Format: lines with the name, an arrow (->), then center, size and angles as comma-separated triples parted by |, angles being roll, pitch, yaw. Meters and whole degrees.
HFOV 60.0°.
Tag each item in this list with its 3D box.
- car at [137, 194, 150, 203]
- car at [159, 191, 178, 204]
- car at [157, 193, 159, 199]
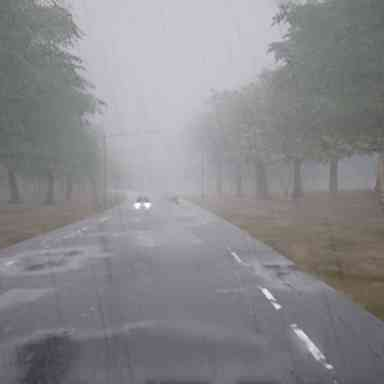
car -> -7.364, 0.933, 50.398 | 1.895, 1.301, 4.718 | -1, 1, -7
car -> -3.084, 0.701, 45.349 | 2.097, 1.767, 4.553 | -1, 1, -6
car -> -5.756, 0.657, 65.002 | 1.895, 1.301, 4.718 | -1, 1, -9
